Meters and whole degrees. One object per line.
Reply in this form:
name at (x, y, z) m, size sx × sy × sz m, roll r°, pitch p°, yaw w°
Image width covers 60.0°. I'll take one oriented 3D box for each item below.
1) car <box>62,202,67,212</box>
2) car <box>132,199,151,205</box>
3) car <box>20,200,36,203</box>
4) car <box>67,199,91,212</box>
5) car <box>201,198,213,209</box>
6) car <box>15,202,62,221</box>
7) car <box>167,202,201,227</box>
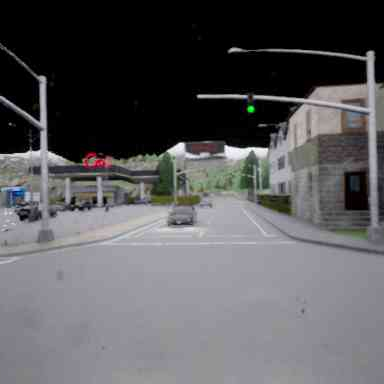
car at (-20.212, 2.347, 52.161) m, size 1.970 × 1.475 × 3.806 m, roll -1°, pitch 0°, yaw 6°
car at (-12.859, 2.516, 84.960) m, size 4.611 × 1.667 × 2.242 m, roll -1°, pitch 0°, yaw 6°
car at (-21.070, 2.048, 43.727) m, size 1.932 × 1.855 × 4.605 m, roll -1°, pitch 0°, yaw 6°
car at (-16.977, 1.983, 51.207) m, size 1.905 × 1.878 × 3.866 m, roll -1°, pitch 0°, yaw 6°
car at (2.136, 1.670, 50.078) m, size 1.812 × 1.442 × 4.674 m, roll -1°, pitch 0°, yaw 6°
car at (-15.214, 2.044, 33.043) m, size 2.007 × 1.523 × 4.514 m, roll -1°, pitch 0°, yaw 6°
car at (-0.633, 1.724, 24.447) m, size 1.837 × 1.490 × 4.892 m, roll -1°, pitch 2°, yaw 6°
